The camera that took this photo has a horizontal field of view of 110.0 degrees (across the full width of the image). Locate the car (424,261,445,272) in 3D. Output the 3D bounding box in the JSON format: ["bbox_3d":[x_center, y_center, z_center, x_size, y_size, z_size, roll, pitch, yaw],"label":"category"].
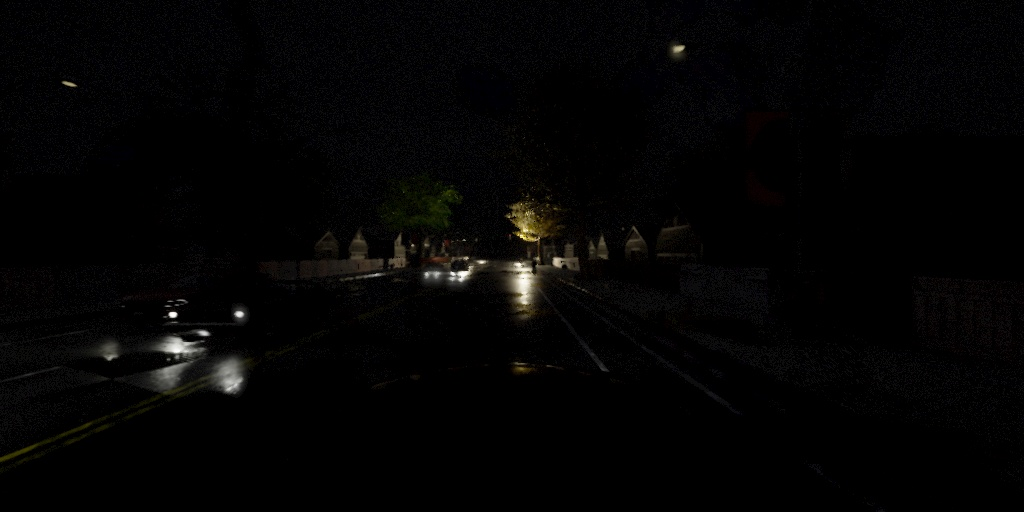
[{"bbox_3d":[-9.847,1.286,45.685,1.994,1.385,4.181,0,0,-1],"label":"car"}]

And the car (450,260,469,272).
[{"bbox_3d":[-6.586,1.215,45.231,2.128,1.511,4.902,0,0,0],"label":"car"}]

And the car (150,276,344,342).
[{"bbox_3d":[-6.601,1.347,9.887,1.895,1.301,4.718,0,0,0],"label":"car"}]

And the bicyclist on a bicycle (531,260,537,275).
[{"bbox_3d":[2.211,1.182,36.043,0.582,1.620,1.656,0,0,0],"label":"bicyclist on a bicycle"}]

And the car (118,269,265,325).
[{"bbox_3d":[-9.849,1.222,11.935,1.882,1.535,5.008,0,0,0],"label":"car"}]
